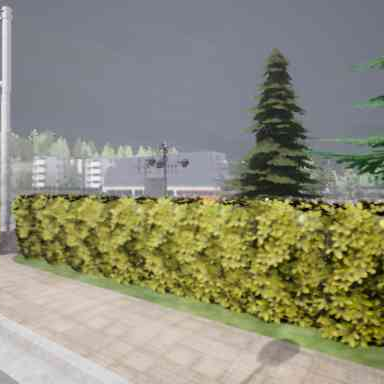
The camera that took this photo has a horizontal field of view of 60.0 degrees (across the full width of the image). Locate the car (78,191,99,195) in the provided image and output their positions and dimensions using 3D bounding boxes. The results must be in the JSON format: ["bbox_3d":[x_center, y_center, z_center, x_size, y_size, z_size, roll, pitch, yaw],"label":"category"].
[{"bbox_3d":[-18.774,0.802,63.165,1.932,1.855,4.605,1,0,37],"label":"car"}]

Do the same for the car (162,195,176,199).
[{"bbox_3d":[-4.052,1.240,51.828,1.845,1.501,3.633,1,0,37],"label":"car"}]

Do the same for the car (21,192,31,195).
[{"bbox_3d":[-36.843,0.741,75.941,1.970,1.475,3.806,1,0,37],"label":"car"}]

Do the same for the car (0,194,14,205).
[{"bbox_3d":[-27.106,0.977,46.202,1.845,1.501,3.633,1,0,37],"label":"car"}]

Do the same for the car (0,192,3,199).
[{"bbox_3d":[-44.021,0.744,72.537,2.007,1.523,4.514,1,0,37],"label":"car"}]

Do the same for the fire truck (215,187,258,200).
[{"bbox_3d":[6.283,0.317,42.339,2.891,3.827,8.468,1,0,37],"label":"fire truck"}]

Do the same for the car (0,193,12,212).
[{"bbox_3d":[-19.772,1.095,31.077,2.007,1.523,4.514,1,0,37],"label":"car"}]

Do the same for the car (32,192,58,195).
[{"bbox_3d":[-31.534,0.719,72.322,2.152,1.636,5.027,1,0,37],"label":"car"}]
